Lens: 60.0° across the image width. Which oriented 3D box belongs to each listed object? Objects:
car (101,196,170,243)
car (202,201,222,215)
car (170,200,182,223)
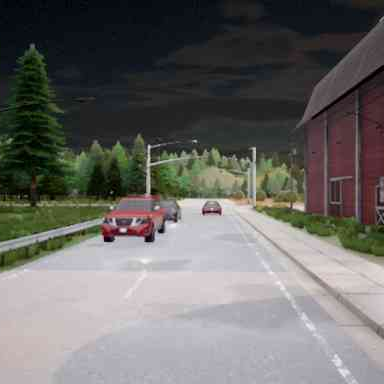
[{"bbox_3d":[-2.698,1.250,16.655,2.150,2.045,5.566,0,0,4],"label":"car"},{"bbox_3d":[2.054,1.624,34.339,1.994,1.385,4.181,0,0,4],"label":"car"},{"bbox_3d":[-2.033,1.397,26.276,2.097,1.767,4.553,0,0,3],"label":"car"}]
